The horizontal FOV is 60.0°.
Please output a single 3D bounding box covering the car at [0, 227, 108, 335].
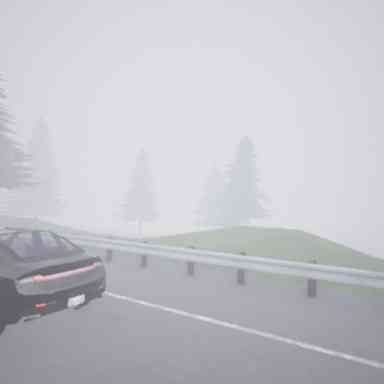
[{"bbox_3d":[-3.796,1.454,6.497,4.902,1.511,2.128,0,0,34],"label":"car"}]
